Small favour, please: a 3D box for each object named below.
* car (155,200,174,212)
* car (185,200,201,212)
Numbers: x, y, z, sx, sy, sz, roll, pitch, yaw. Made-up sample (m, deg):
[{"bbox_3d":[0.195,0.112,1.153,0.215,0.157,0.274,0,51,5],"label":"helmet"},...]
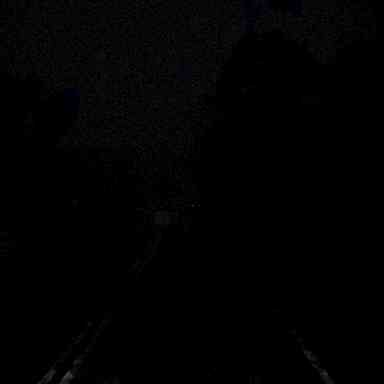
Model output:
[{"bbox_3d":[-3.262,1.696,40.032,1.994,1.385,4.181,0,0,1],"label":"car"},{"bbox_3d":[0.165,1.690,41.885,2.033,1.411,5.357,0,0,0],"label":"car"}]
